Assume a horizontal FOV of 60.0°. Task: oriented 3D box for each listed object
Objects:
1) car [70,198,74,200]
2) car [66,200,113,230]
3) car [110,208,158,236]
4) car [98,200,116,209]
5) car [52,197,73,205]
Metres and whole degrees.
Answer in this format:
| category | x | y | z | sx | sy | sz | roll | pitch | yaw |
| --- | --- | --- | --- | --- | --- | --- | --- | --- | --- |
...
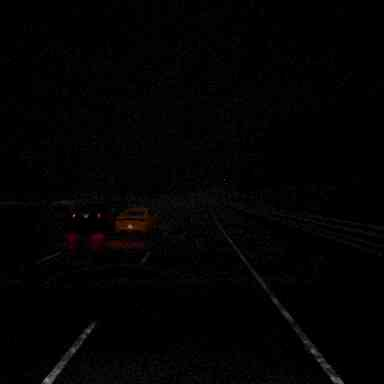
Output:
| category | x | y | z | sx | sy | sz | roll | pitch | yaw |
| --- | --- | --- | --- | --- | --- | --- | --- | --- | --- |
| car | -19.444 | 2.235 | 59.412 | 1.837 | 1.490 | 4.892 | 0 | -1 | 3 |
| car | -6.621 | 1.596 | 23.035 | 2.097 | 1.767 | 4.553 | 0 | -1 | 1 |
| car | -3.185 | 1.688 | 19.843 | 1.882 | 1.535 | 5.008 | 0 | -1 | 1 |
| car | -15.800 | 2.280 | 61.877 | 1.837 | 1.490 | 4.892 | 0 | -1 | 4 |
| car | -22.921 | 1.950 | 59.715 | 2.150 | 2.045 | 5.566 | 0 | -1 | 3 |
